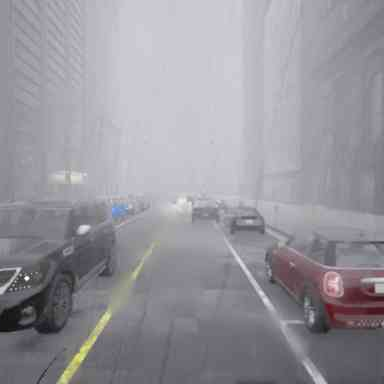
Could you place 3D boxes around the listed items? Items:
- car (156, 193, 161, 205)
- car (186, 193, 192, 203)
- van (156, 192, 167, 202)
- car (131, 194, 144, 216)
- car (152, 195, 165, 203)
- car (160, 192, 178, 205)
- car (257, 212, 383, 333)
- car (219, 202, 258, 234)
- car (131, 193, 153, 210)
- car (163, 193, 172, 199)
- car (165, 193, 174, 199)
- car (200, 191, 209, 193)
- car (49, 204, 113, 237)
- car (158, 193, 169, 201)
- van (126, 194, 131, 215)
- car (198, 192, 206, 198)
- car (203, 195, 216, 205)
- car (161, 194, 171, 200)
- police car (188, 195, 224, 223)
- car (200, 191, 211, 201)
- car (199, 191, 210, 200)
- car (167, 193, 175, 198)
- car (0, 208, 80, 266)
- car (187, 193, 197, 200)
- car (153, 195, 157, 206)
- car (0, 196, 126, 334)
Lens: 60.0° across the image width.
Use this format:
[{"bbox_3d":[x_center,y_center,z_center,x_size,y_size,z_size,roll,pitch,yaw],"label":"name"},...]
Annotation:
[{"bbox_3d":[-5.784,1.227,46.152,1.947,1.339,4.313,0,0,0],"label":"car"},{"bbox_3d":[-0.023,1.093,56.698,1.837,1.490,4.892,0,0,0],"label":"car"},{"bbox_3d":[-5.792,0.886,63.060,1.690,1.788,3.998,0,0,0],"label":"van"},{"bbox_3d":[-5.778,1.223,29.241,1.967,1.590,4.097,0,0,0],"label":"car"},{"bbox_3d":[-5.789,1.165,57.426,1.802,1.307,4.206,0,0,0],"label":"car"},{"bbox_3d":[-3.101,1.136,48.401,2.128,1.511,4.902,0,0,0],"label":"car"},{"bbox_3d":[2.756,1.388,6.706,1.967,1.590,4.097,0,0,0],"label":"car"},{"bbox_3d":[2.752,1.430,17.980,1.947,1.339,4.313,0,0,0],"label":"car"},{"bbox_3d":[-5.781,1.057,34.878,2.192,1.841,5.009,0,0,0],"label":"car"},{"bbox_3d":[-5.799,1.002,79.971,1.947,1.339,4.313,0,0,0],"label":"car"},{"bbox_3d":[-5.801,0.968,85.607,1.947,1.339,4.313,0,0,0],"label":"car"},{"bbox_3d":[2.735,1.023,57.433,1.967,1.590,4.097,0,0,0],"label":"car"},{"bbox_3d":[-5.773,1.415,17.969,2.008,1.369,4.403,0,0,0],"label":"car"},{"bbox_3d":[-5.794,1.035,68.528,1.752,1.417,4.829,0,0,0],"label":"car"},{"bbox_3d":[-5.776,1.165,23.604,1.690,1.788,3.998,0,0,0],"label":"van"},{"bbox_3d":[2.721,0.807,91.248,1.967,1.590,4.097,0,0,0],"label":"car"},{"bbox_3d":[2.738,1.203,51.798,1.802,1.307,4.206,0,0,0],"label":"car"},{"bbox_3d":[-5.796,1.054,74.335,1.802,1.307,4.206,0,0,0],"label":"car"},{"bbox_3d":[0.890,1.248,23.696,1.930,1.638,5.238,0,0,0],"label":"police car"},{"bbox_3d":[2.730,0.823,68.703,2.192,1.841,5.009,0,0,0],"label":"car"},{"bbox_3d":[2.728,0.787,74.339,2.192,1.841,5.009,0,0,0],"label":"car"},{"bbox_3d":[-5.803,0.918,91.244,2.008,1.369,4.403,0,0,0],"label":"car"},{"bbox_3d":[-5.771,1.433,12.163,1.752,1.417,4.829,0,0,0],"label":"car"},{"bbox_3d":[-0.029,0.904,72.609,1.994,1.385,4.181,0,0,0],"label":"car"},{"bbox_3d":[-5.782,1.268,40.516,1.947,1.339,4.313,0,0,0],"label":"car"},{"bbox_3d":[-3.104,1.167,7.012,2.150,2.045,5.566,0,0,0],"label":"car"}]
